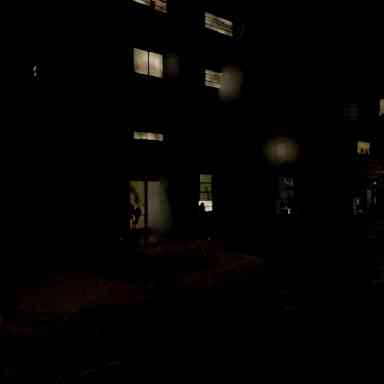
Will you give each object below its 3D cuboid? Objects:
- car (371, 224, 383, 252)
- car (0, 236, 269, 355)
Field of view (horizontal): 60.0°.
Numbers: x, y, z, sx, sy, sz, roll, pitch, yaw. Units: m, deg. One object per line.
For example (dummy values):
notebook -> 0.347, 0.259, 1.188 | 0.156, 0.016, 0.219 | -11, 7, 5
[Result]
car -> 8.451, 1.550, 12.556 | 4.403, 1.369, 2.008 | 0, 0, -35
car -> -0.697, 1.525, 6.060 | 4.829, 1.417, 1.752 | 0, 0, -35
